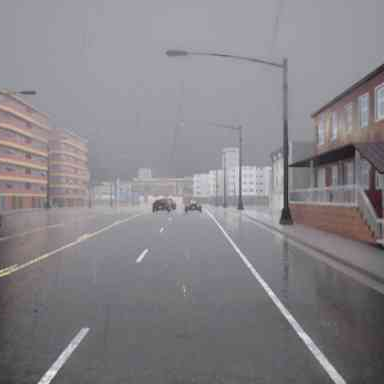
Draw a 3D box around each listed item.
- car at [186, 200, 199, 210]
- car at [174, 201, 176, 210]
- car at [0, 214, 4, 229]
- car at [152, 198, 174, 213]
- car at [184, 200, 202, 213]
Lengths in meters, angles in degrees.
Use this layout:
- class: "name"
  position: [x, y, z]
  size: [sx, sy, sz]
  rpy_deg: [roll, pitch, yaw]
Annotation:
- class: "car"
  position: [0.062, 1.880, 47.962]
  size: [1.812, 1.442, 4.674]
  rpy_deg: [0, -2, 1]
- class: "car"
  position: [-3.429, 1.731, 48.646]
  size: [2.097, 1.767, 4.553]
  rpy_deg: [0, -2, 1]
- class: "car"
  position: [-10.577, 1.470, 15.054]
  size: [2.128, 1.511, 4.902]
  rpy_deg: [0, 1, 0]
- class: "car"
  position: [-3.434, 1.556, 38.530]
  size: [1.882, 1.535, 5.008]
  rpy_deg: [0, -1, 1]
- class: "car"
  position: [0.126, 1.589, 37.795]
  size: [1.812, 1.442, 4.674]
  rpy_deg: [0, -1, 0]
